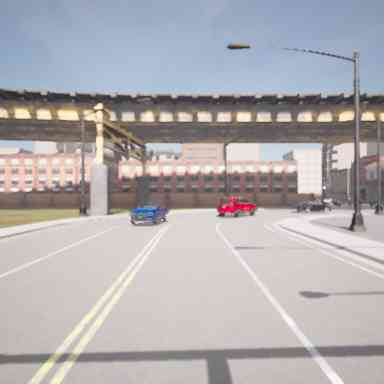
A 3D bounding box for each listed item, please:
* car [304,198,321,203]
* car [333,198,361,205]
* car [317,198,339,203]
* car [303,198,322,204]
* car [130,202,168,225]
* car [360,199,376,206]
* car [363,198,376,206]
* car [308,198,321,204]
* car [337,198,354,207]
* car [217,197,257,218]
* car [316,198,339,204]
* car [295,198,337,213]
[{"bbox_3d":[29.357,2.003,81.099,4.536,1.218,1.853,0,-1,-39],"label":"car"},{"bbox_3d":[29.005,1.829,62.317,1.853,1.218,4.536,0,-1,-29],"label":"car"},{"bbox_3d":[33.430,2.004,81.851,1.853,1.218,4.536,0,-1,-34],"label":"car"},{"bbox_3d":[29.397,2.161,81.131,4.974,1.542,2.038,0,-1,-39],"label":"car"},{"bbox_3d":[-3.241,1.530,25.842,1.882,1.535,5.008,0,-1,10],"label":"car"},{"bbox_3d":[32.079,1.962,60.120,2.038,1.542,4.974,0,-1,31],"label":"car"},{"bbox_3d":[32.105,1.805,60.166,1.853,1.218,4.536,0,-1,31],"label":"car"},{"bbox_3d":[32.350,2.460,87.711,1.970,1.475,3.806,0,-1,1],"label":"car"},{"bbox_3d":[29.030,1.987,62.271,2.038,1.542,4.974,0,-1,-29],"label":"car"},{"bbox_3d":[4.738,1.540,34.780,2.150,2.045,5.566,-1,-1,37],"label":"car"},{"bbox_3d":[33.401,2.162,81.892,2.038,1.542,4.974,0,-1,-34],"label":"car"},{"bbox_3d":[15.420,1.863,42.363,4.902,1.511,2.128,0,-1,-20],"label":"car"}]
